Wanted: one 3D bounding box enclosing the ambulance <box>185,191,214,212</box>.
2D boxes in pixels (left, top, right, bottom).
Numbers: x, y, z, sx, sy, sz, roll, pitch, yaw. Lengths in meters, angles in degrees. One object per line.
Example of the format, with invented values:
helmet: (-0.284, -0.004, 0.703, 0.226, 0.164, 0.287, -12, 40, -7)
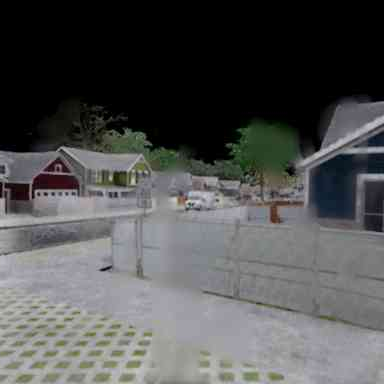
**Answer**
ambulance: (0.980, 1.168, 42.342, 2.351, 2.431, 6.366, 2, 0, 19)
